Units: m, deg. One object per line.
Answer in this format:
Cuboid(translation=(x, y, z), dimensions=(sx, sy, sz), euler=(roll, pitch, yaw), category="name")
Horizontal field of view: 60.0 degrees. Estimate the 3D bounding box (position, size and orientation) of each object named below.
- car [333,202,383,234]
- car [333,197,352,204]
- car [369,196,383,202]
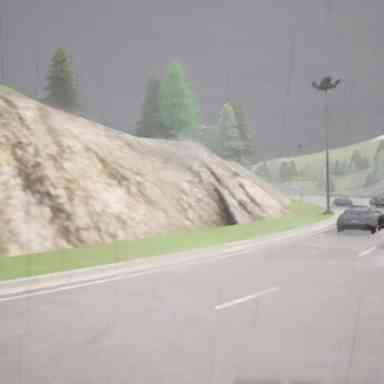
Cuboid(translation=(9.522, 1.457, 18.662), dimensions=(1.994, 1.385, 4.181), euler=(-1, 0, 36), category="car")
Cuboid(translation=(21.421, 1.335, 47.343), dimensions=(1.994, 1.385, 4.181), euler=(-1, 0, 14), category="car")
Cuboid(translation=(23.309, 1.203, 41.118), dimensions=(2.128, 1.511, 4.902), euler=(-1, 0, 17), category="car")
